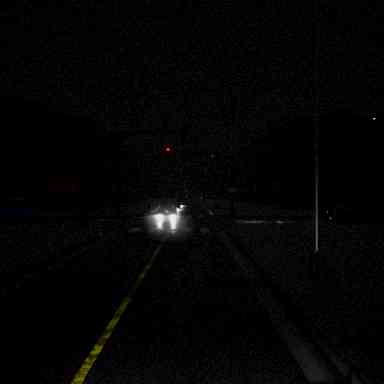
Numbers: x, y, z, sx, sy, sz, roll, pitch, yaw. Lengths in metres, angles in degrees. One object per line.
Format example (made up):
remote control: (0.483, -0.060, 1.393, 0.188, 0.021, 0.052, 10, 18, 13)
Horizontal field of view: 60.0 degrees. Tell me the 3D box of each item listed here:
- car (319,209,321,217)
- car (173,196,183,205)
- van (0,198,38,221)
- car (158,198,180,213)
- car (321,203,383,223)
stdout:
car: (12.359, 1.543, 26.913, 4.403, 1.369, 2.008, 0, 0, 0)
car: (-2.672, 1.602, 48.031, 1.812, 1.442, 4.674, 0, 0, 0)
van: (-14.644, 1.401, 26.884, 3.998, 1.788, 1.690, 0, 0, 0)
car: (-2.709, 1.655, 37.533, 1.895, 1.301, 4.718, 0, 0, 0)
car: (12.373, 1.588, 24.379, 4.718, 1.301, 1.895, 0, 0, 0)
